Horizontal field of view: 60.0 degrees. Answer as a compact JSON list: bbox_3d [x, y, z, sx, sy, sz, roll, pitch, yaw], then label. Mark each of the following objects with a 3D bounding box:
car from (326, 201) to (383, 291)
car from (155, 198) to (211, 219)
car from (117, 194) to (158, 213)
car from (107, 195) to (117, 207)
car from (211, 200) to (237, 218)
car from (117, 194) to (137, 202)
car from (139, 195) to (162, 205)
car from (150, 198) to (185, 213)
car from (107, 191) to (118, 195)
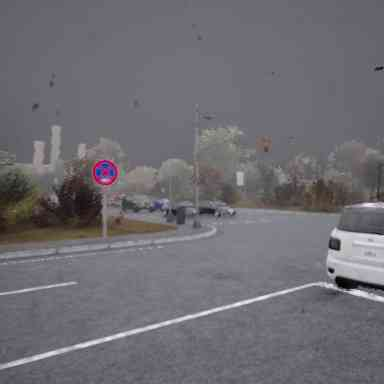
[{"bbox_3d":[5.374,1.238,8.032,5.566,2.045,2.150,0,0,-41],"label":"car"},{"bbox_3d":[-0.906,1.518,29.130,2.128,1.511,4.902,0,0,-33],"label":"car"},{"bbox_3d":[-6.143,1.241,37.465,2.150,2.045,5.566,0,0,-32],"label":"car"},{"bbox_3d":[-11.480,1.522,45.921,1.994,1.385,4.181,0,0,-33],"label":"car"},{"bbox_3d":[2.125,1.524,30.912,2.128,1.511,4.902,0,0,-32],"label":"car"},{"bbox_3d":[-13.384,1.203,68.134,2.033,1.411,5.357,0,1,-37],"label":"car"},{"bbox_3d":[-7.488,1.348,59.559,2.128,1.511,4.902,0,1,-33],"label":"car"},{"bbox_3d":[-2.939,1.505,38.943,1.882,1.535,5.008,0,0,-32],"label":"car"},{"bbox_3d":[-16.535,0.866,66.529,2.150,2.045,5.566,0,1,-37],"label":"car"}]
